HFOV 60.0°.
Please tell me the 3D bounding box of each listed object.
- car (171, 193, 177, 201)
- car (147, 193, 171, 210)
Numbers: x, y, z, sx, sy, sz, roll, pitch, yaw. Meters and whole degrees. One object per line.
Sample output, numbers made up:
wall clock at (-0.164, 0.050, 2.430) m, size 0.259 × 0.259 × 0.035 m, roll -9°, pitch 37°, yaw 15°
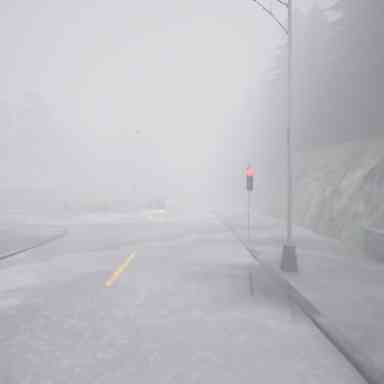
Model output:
car at (-3.916, 0.974, 65.137) m, size 1.994 × 1.385 × 4.181 m, roll 0°, pitch 1°, yaw 0°
car at (-3.954, 1.205, 37.849) m, size 2.128 × 1.511 × 4.902 m, roll 0°, pitch 1°, yaw 0°
